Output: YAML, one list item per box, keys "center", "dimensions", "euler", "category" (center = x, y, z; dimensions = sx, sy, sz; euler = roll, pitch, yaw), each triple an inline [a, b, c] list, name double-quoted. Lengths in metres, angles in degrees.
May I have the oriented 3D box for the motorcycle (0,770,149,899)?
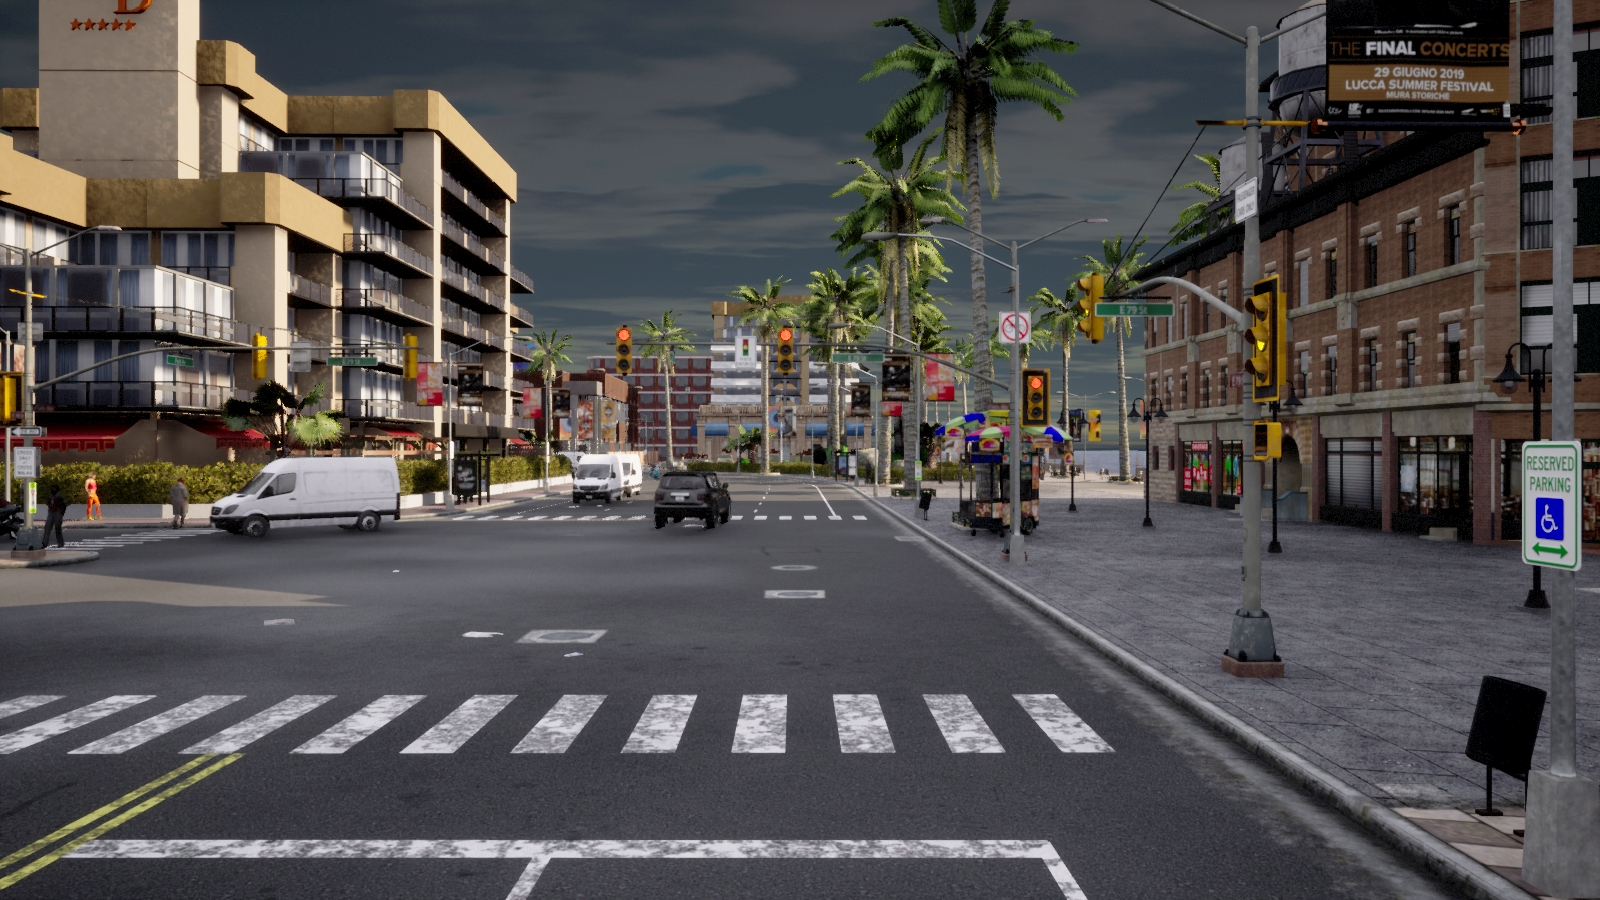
- center: [-3.736, 2.213, 4.820]
  dimensions: [0.803, 1.145, 2.033]
  euler: [0, 0, 1]
  category: "motorcycle"

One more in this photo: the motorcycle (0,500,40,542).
- center: [-25.137, 2.205, 35.668]
  dimensions: [2.209, 1.251, 0.867]
  euler: [0, 0, -4]
  category: "motorcycle"

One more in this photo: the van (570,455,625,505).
- center: [-10.828, 1.534, 61.502]
  dimensions: [1.988, 2.561, 5.915]
  euler: [0, 0, 0]
  category: "van"

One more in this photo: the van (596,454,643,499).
- center: [-10.879, 1.534, 69.162]
  dimensions: [1.988, 2.561, 5.915]
  euler: [0, 0, -1]
  category: "van"

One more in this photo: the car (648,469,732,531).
- center: [-3.992, 1.780, 42.395]
  dimensions: [2.150, 2.045, 5.566]
  euler: [0, 0, 5]
  category: "car"

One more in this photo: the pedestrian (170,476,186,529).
- center: [-22.088, 1.845, 40.592]
  dimensions: [0.375, 1.860, 0.375]
  euler: [0, 0, -7]
  category: "pedestrian"

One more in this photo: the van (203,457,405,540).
- center: [-16.643, 1.535, 38.582]
  dimensions: [5.915, 2.561, 1.988]
  euler: [0, 0, -43]
  category: "van"

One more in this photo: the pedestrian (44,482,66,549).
- center: [-20.965, 1.849, 32.172]
  dimensions: [0.375, 1.860, 0.375]
  euler: [0, 0, 0]
  category: "pedestrian"

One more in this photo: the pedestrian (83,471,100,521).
- center: [-26.351, 1.697, 42.496]
  dimensions: [0.375, 1.860, 0.375]
  euler: [0, 0, 8]
  category: "pedestrian"
